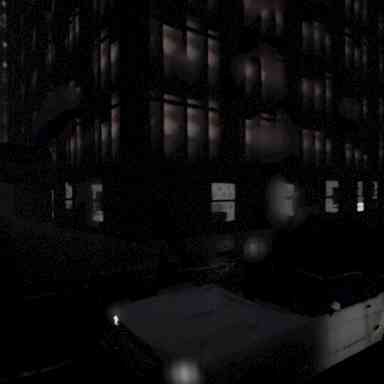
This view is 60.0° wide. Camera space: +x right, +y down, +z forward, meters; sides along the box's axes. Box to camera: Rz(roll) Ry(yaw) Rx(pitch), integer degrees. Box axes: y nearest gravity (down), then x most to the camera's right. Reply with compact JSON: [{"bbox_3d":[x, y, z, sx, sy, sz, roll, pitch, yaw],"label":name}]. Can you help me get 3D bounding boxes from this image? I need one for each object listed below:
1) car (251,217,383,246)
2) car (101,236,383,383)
[{"bbox_3d":[4.278,1.543,10.732,5.357,1.411,2.033,0,0,-36],"label":"car"},{"bbox_3d":[1.267,1.599,4.591,4.718,1.301,1.895,0,0,-36],"label":"car"}]
